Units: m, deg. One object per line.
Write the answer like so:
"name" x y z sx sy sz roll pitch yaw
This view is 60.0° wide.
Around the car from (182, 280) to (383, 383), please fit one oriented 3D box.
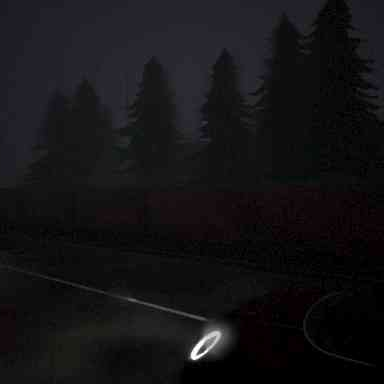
"car" 2.103 1.351 2.491 4.553 1.767 2.097 0 0 36
